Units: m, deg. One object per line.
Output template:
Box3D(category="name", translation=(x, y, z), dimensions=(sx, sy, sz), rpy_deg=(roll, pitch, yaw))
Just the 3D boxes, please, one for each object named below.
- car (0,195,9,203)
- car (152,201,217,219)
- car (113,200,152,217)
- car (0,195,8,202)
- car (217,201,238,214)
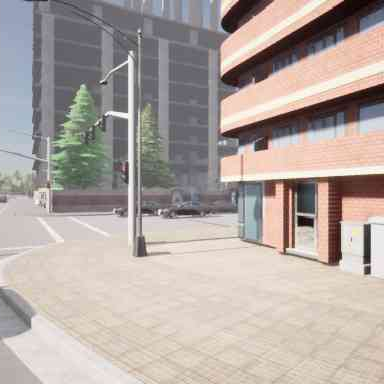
Box3D(category="car", translation=(-37.951, 1.595, 66.027), dimensions=(1.895, 1.301, 4.718), rpy_deg=(0, 0, -27))
Box3D(category="car", translation=(-0.644, 1.547, 29.811), dimensions=(4.902, 1.511, 2.128), rpy_deg=(0, 0, -27))
Box3D(category="car", translation=(-4.949, 1.547, 31.568), dimensions=(4.902, 1.511, 2.128), rpy_deg=(0, 0, -27))
Box3D(category="car", translation=(-42.472, 1.500, 74.885), dimensions=(1.837, 1.490, 4.892), rpy_deg=(0, 0, -27))
Box3D(category="car", translation=(3.016, 1.619, 35.566), dimensions=(4.181, 1.385, 1.994), rpy_deg=(0, 0, -27))
